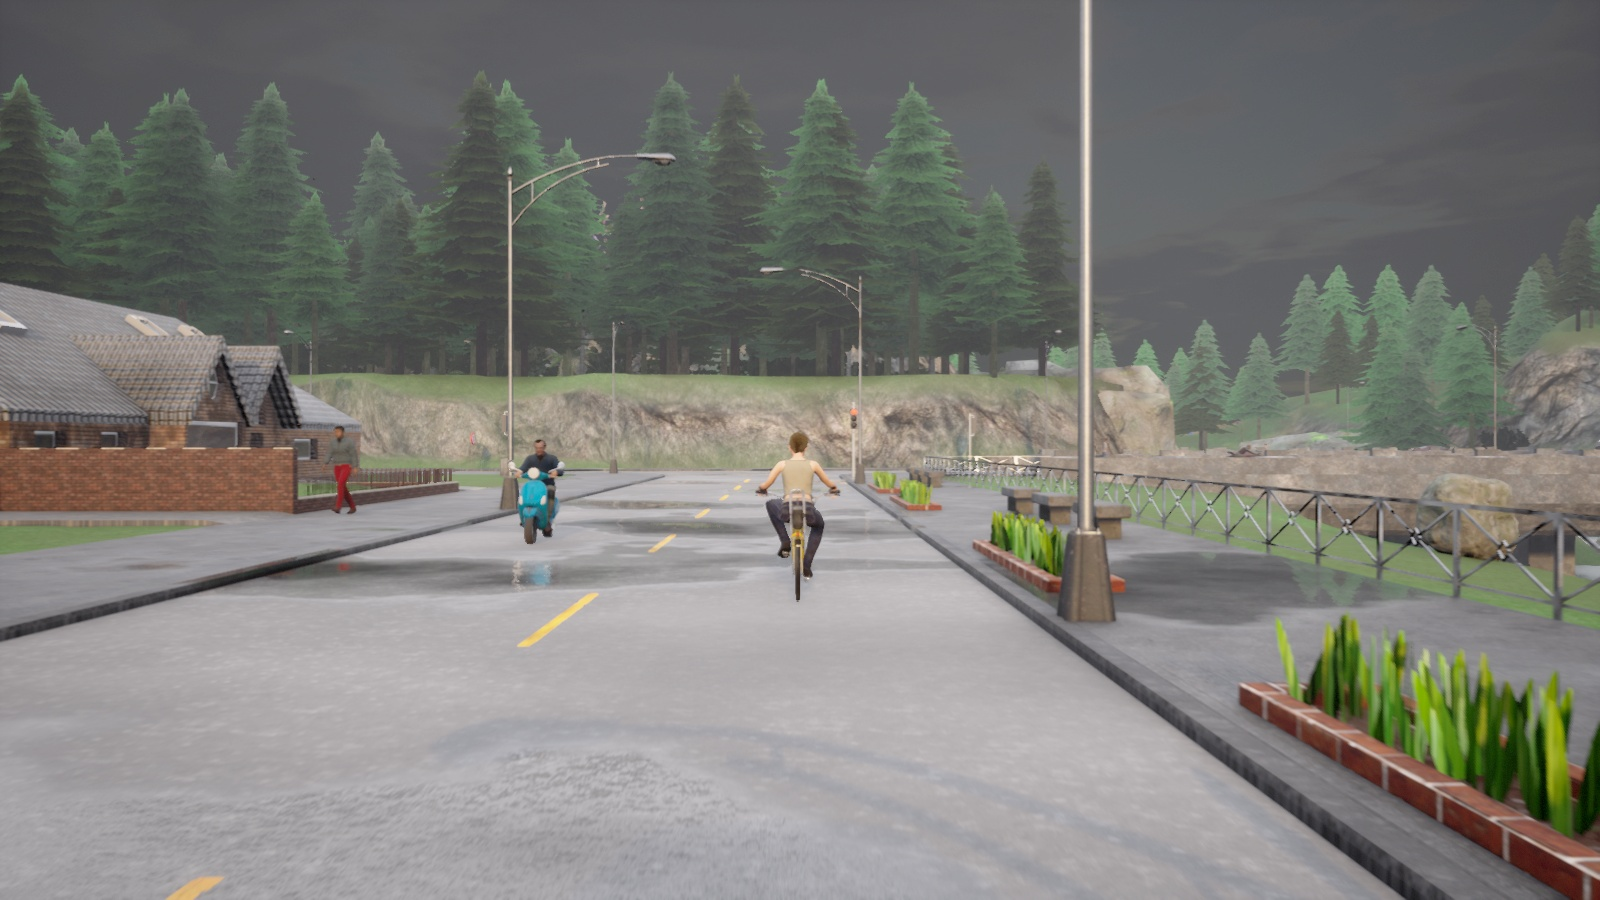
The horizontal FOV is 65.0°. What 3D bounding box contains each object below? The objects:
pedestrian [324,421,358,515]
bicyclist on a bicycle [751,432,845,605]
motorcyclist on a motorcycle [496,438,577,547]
[{"bbox_3d":[-9.072,0.352,24.832,0.353,1.847,0.614,0,0,14],"label":"pedestrian"},{"bbox_3d":[-0.017,0.634,12.419,0.866,1.612,1.509,0,0,0],"label":"bicyclist on a bicycle"},{"bbox_3d":[-4.027,0.621,19.312,0.866,1.590,1.817,0,0,0],"label":"motorcyclist on a motorcycle"}]
